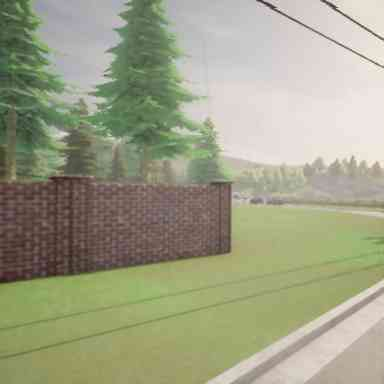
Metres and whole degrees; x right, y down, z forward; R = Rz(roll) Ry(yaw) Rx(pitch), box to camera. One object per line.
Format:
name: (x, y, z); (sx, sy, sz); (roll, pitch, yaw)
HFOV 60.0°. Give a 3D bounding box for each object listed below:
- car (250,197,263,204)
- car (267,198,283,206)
car: (14.950, 2.032, 77.201); (1.837, 1.490, 4.892); (0, 0, -10)
car: (16.792, 1.995, 67.453); (1.837, 1.490, 4.892); (0, 0, -10)
